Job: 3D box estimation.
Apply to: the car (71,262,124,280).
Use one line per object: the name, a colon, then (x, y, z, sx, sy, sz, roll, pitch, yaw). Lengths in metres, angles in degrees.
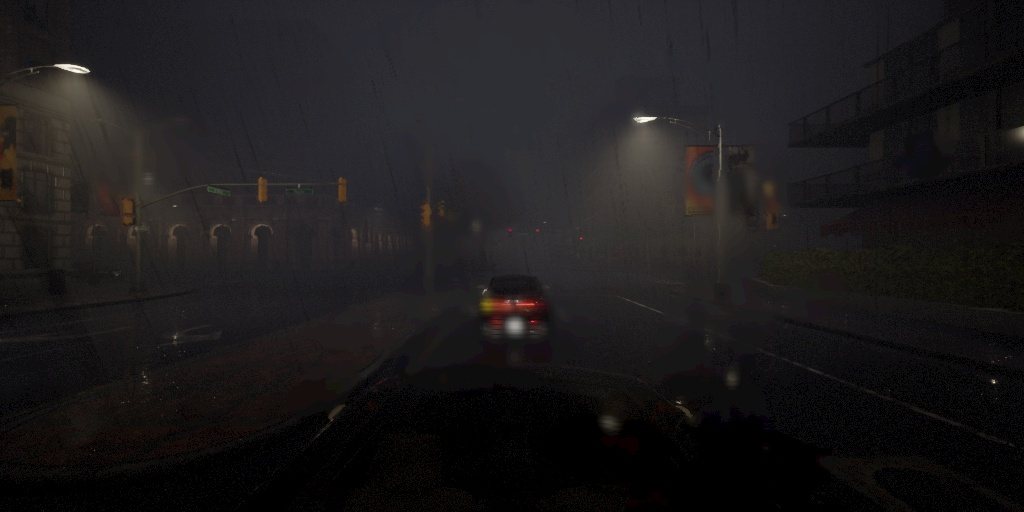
car: (-33.899, 1.241, 28.542, 4.902, 1.511, 2.128, 0, 0, 0)

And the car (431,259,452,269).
car: (-11.541, 1.276, 58.564, 1.812, 1.442, 4.674, 0, 0, 0)

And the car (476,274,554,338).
car: (0.077, 1.255, 10.142, 1.837, 1.490, 4.892, 0, 0, 0)

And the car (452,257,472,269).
car: (-8.051, 1.276, 58.339, 1.812, 1.442, 4.674, 0, 0, 0)
